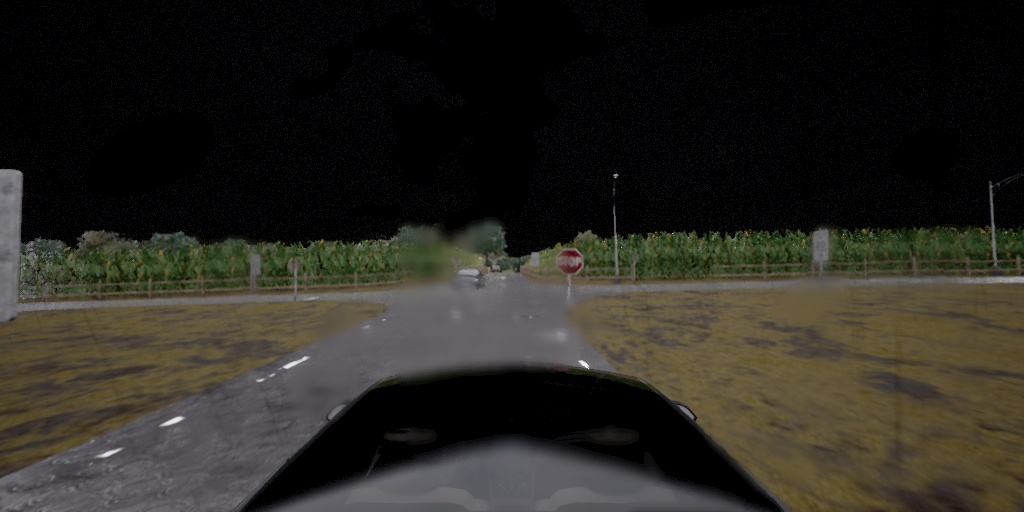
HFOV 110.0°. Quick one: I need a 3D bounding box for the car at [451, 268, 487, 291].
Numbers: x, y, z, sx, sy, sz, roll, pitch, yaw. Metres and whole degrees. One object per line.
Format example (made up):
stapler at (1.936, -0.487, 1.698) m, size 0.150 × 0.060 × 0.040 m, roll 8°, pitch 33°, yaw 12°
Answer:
car at (-2.867, 1.577, 24.752) m, size 1.812 × 1.442 × 4.674 m, roll 0°, pitch -1°, yaw 0°
